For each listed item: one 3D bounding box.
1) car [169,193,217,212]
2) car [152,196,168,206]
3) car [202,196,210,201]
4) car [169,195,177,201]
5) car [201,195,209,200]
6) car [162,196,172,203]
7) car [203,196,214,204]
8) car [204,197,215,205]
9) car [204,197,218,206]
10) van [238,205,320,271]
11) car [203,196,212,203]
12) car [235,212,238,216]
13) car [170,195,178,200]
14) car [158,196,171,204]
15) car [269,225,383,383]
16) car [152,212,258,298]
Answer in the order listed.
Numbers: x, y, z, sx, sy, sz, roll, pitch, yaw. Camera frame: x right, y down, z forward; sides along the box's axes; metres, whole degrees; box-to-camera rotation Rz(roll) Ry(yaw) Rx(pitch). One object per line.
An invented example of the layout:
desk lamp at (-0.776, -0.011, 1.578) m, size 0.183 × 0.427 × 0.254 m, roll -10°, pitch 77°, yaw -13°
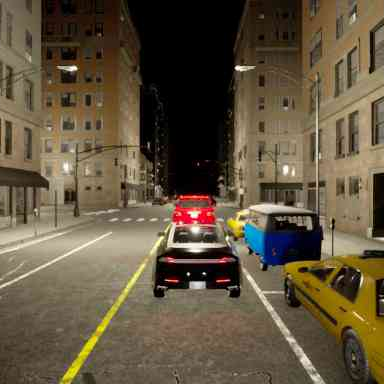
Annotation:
car at (0.115, 1.225, 18.699) m, size 2.150 × 2.045 × 5.566 m, roll 0°, pitch 0°, yaw 0°
car at (-5.492, 1.587, 54.032) m, size 1.802 × 1.307 × 4.206 m, roll 1°, pitch 0°, yaw 1°
car at (3.408, 1.566, 81.572) m, size 1.947 × 1.339 × 4.313 m, roll 1°, pitch 0°, yaw 1°
car at (-5.043, 1.525, 87.035) m, size 1.752 × 1.417 × 4.829 m, roll 1°, pitch 0°, yaw 1°
car at (3.558, 1.547, 92.632) m, size 2.008 × 1.369 × 4.403 m, roll 1°, pitch 0°, yaw 1°
car at (-5.266, 1.548, 70.619) m, size 1.887 × 1.381 × 4.507 m, roll 1°, pitch 0°, yaw 1°
car at (3.183, 1.554, 64.981) m, size 2.008 × 1.369 × 4.403 m, roll 1°, pitch 0°, yaw 1°
car at (3.108, 1.548, 59.451) m, size 1.887 × 1.381 × 4.507 m, roll 1°, pitch 0°, yaw 1°
car at (3.033, 1.570, 53.921) m, size 1.947 × 1.339 × 4.313 m, roll 1°, pitch 0°, yaw 1°
van at (2.686, 1.343, 10.584) m, size 1.690 × 1.788 × 3.998 m, roll 1°, pitch 0°, yaw 0°
car at (3.258, 1.547, 70.511) m, size 1.887 × 1.381 × 4.507 m, roll 1°, pitch 0°, yaw 1°
car at (2.688, 1.528, 16.427) m, size 1.752 × 1.417 × 4.829 m, roll 1°, pitch 0°, yaw 0°
car at (-4.966, 1.564, 92.734) m, size 1.947 × 1.339 × 4.313 m, roll 1°, pitch 0°, yaw 1°
car at (-5.342, 1.555, 65.090) m, size 2.008 × 1.369 × 4.403 m, roll 1°, pitch 0°, yaw 1°
car at (2.679, 1.526, 5.080) m, size 1.752 × 1.417 × 4.829 m, roll 1°, pitch 0°, yaw 0°
car at (0.105, 1.493, 8.513) m, size 2.128 × 1.511 × 4.902 m, roll 0°, pitch 0°, yaw 0°
